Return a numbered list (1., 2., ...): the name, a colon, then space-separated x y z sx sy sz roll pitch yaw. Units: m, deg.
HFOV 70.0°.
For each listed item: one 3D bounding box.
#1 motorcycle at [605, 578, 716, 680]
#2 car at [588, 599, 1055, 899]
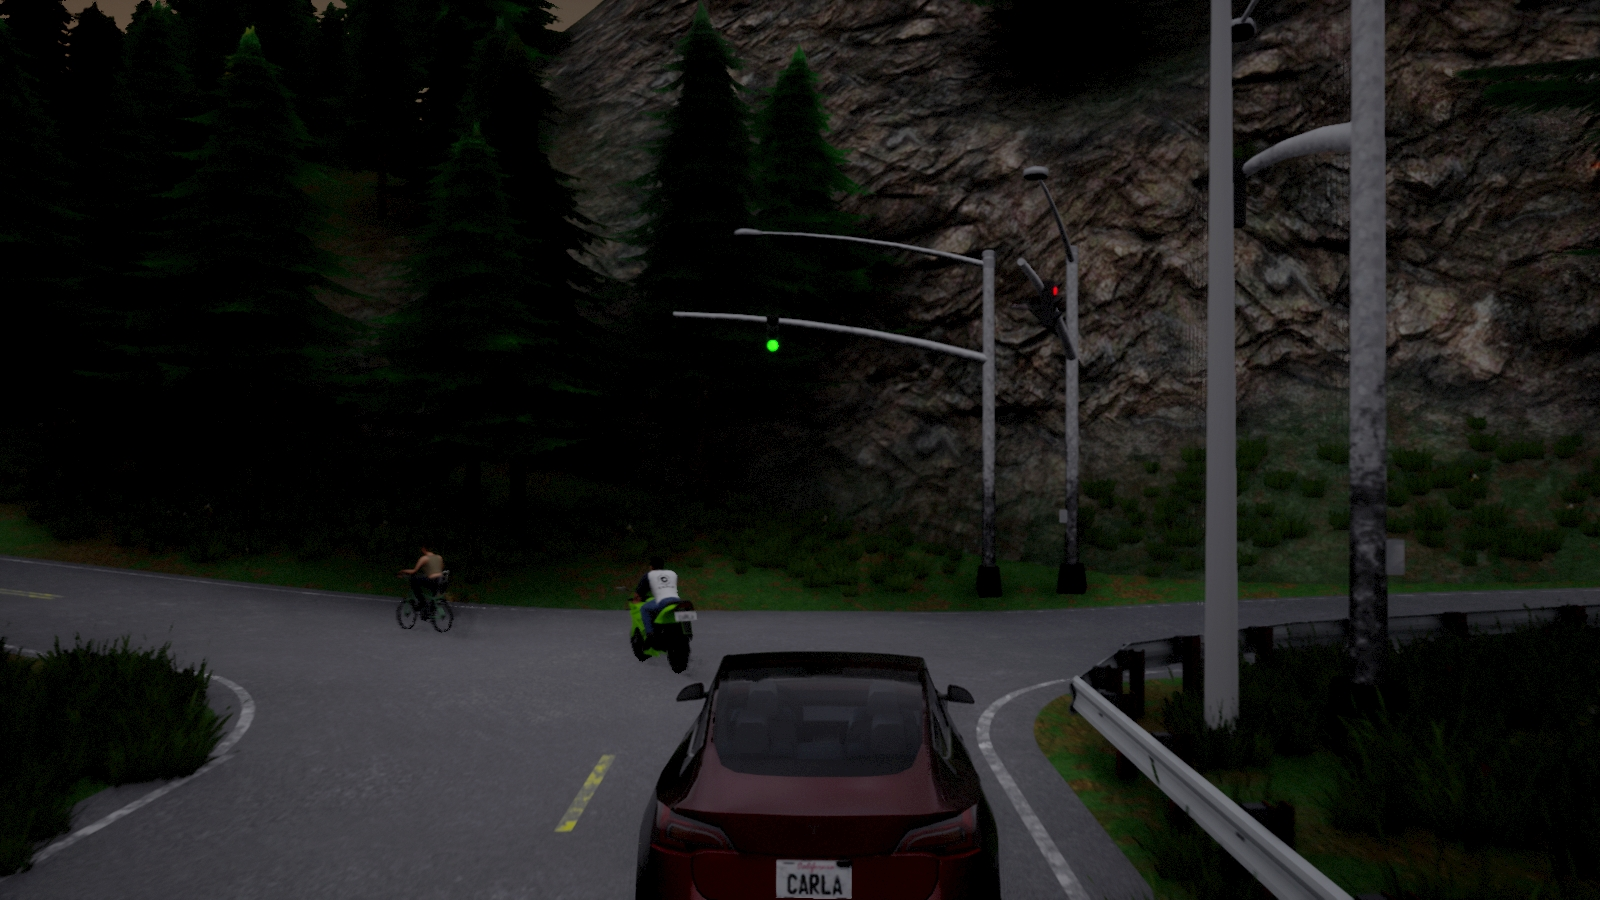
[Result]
1. motorcycle: -1.923 2.377 15.491 0.803 1.145 2.033 0 -3 -28
2. car: 0.186 2.068 7.690 2.163 1.488 4.792 0 0 2
